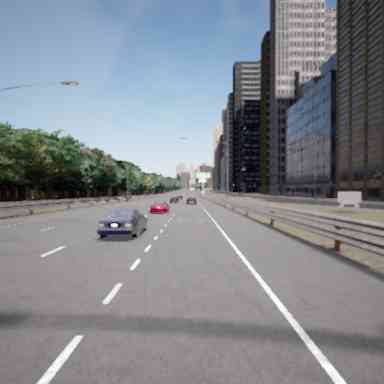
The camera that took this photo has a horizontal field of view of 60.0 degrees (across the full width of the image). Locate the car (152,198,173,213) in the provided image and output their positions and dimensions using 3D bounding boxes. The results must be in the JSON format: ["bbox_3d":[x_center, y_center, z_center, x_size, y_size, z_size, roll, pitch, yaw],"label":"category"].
[{"bbox_3d":[-3.577,1.604,37.588,1.994,1.385,4.181,0,0,0],"label":"car"}]

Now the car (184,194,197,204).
[{"bbox_3d":[-0.127,1.607,66.456,1.837,1.490,4.892,0,-1,0],"label":"car"}]

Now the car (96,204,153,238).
[{"bbox_3d":[-3.518,1.558,17.562,2.033,1.411,5.357,0,0,0],"label":"car"}]

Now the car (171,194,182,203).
[{"bbox_3d":[-3.770,1.622,72.132,1.837,1.490,4.892,0,0,0],"label":"car"}]
